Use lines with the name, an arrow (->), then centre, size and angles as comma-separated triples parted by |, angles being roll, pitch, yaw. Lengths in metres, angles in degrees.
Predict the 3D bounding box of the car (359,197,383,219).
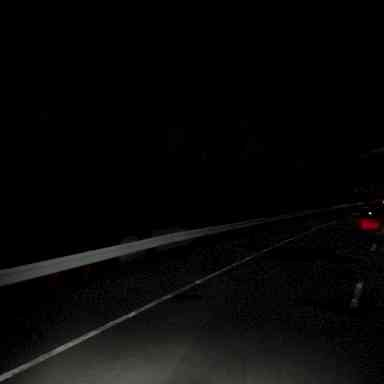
car -> 16.160, 1.505, 29.524 | 1.837, 1.490, 4.892 | 0, 0, 35

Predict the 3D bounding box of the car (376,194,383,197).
car -> 22.247, 1.221, 38.042 | 2.150, 2.045, 5.566 | 0, 0, 36
